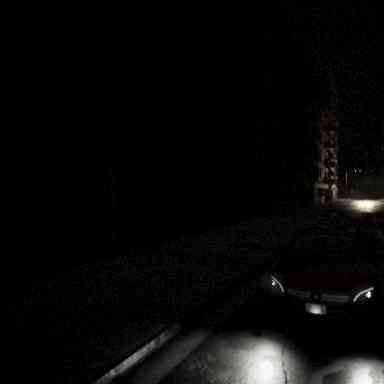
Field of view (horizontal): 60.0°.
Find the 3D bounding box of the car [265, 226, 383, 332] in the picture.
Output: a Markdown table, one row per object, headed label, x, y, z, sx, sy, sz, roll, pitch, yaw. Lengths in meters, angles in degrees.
| label | x | y | z | sx | sy | sz | roll | pitch | yaw |
| --- | --- | --- | --- | --- | --- | --- | --- | --- | --- |
| car | 2.951 | 1.526 | 7.158 | 1.812 | 1.442 | 4.674 | 0 | 0 | 27 |
